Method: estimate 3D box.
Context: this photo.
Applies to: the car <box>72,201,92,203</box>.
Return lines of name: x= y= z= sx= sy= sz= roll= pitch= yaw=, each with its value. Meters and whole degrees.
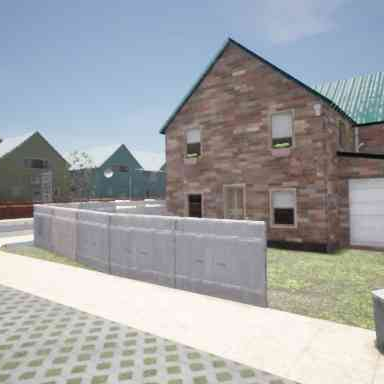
car: x=-8.467 y=1.456 z=24.944 sx=1.837 sy=1.490 sz=4.892 roll=-2 pitch=-1 yaw=36
